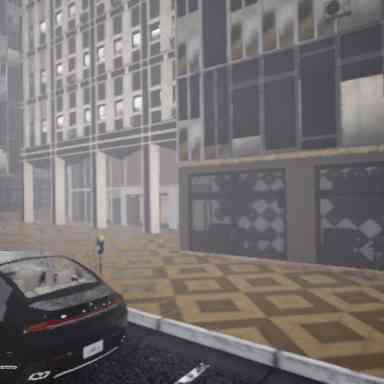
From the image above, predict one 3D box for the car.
[{"bbox_3d":[-2.907,1.575,5.090,4.403,1.369,2.008,0,-1,36],"label":"car"}]
